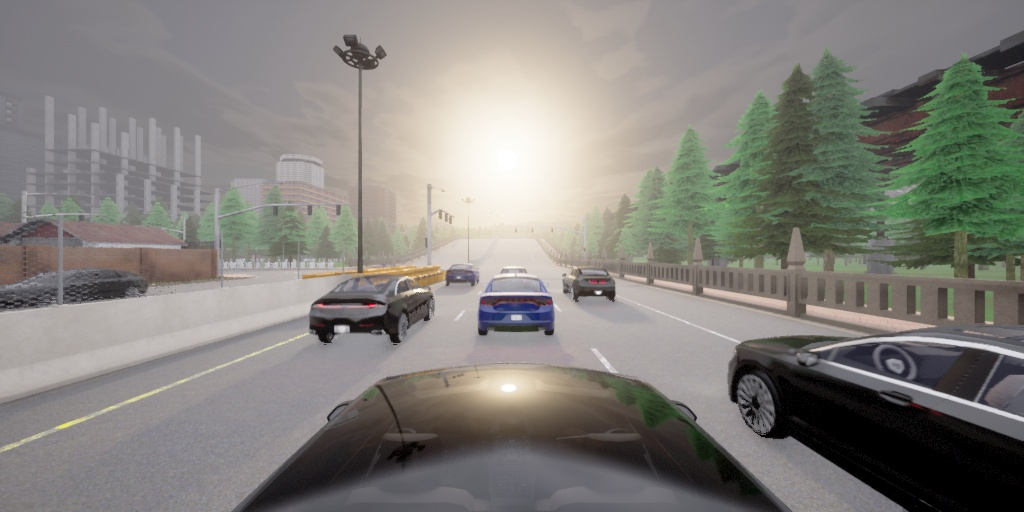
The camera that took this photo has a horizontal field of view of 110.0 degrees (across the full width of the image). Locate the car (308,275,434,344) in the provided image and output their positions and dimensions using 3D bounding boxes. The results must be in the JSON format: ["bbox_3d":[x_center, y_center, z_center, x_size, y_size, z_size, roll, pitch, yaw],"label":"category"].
[{"bbox_3d":[-3.398,1.242,9.588,2.128,1.511,4.902,0,0,0],"label":"car"}]

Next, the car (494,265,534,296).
[{"bbox_3d":[0.106,1.297,20.568,2.033,1.411,5.357,0,0,0],"label":"car"}]

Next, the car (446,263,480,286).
[{"bbox_3d":[-3.393,1.227,25.291,1.882,1.535,5.008,0,0,0],"label":"car"}]

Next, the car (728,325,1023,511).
[{"bbox_3d":[3.598,1.242,2.500,2.128,1.511,4.902,0,0,0],"label":"car"}]

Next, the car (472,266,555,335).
[{"bbox_3d":[0.100,1.227,10.497,1.882,1.535,5.008,0,0,0],"label":"car"}]

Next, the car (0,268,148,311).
[{"bbox_3d":[-17.586,1.254,14.340,1.837,1.490,4.892,0,0,0],"label":"car"}]

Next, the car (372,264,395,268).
[{"bbox_3d":[-10.492,1.316,29.707,1.994,1.385,4.181,0,0,0],"label":"car"}]

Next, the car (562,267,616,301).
[{"bbox_3d":[3.605,1.255,17.361,1.837,1.490,4.892,0,0,0],"label":"car"}]
